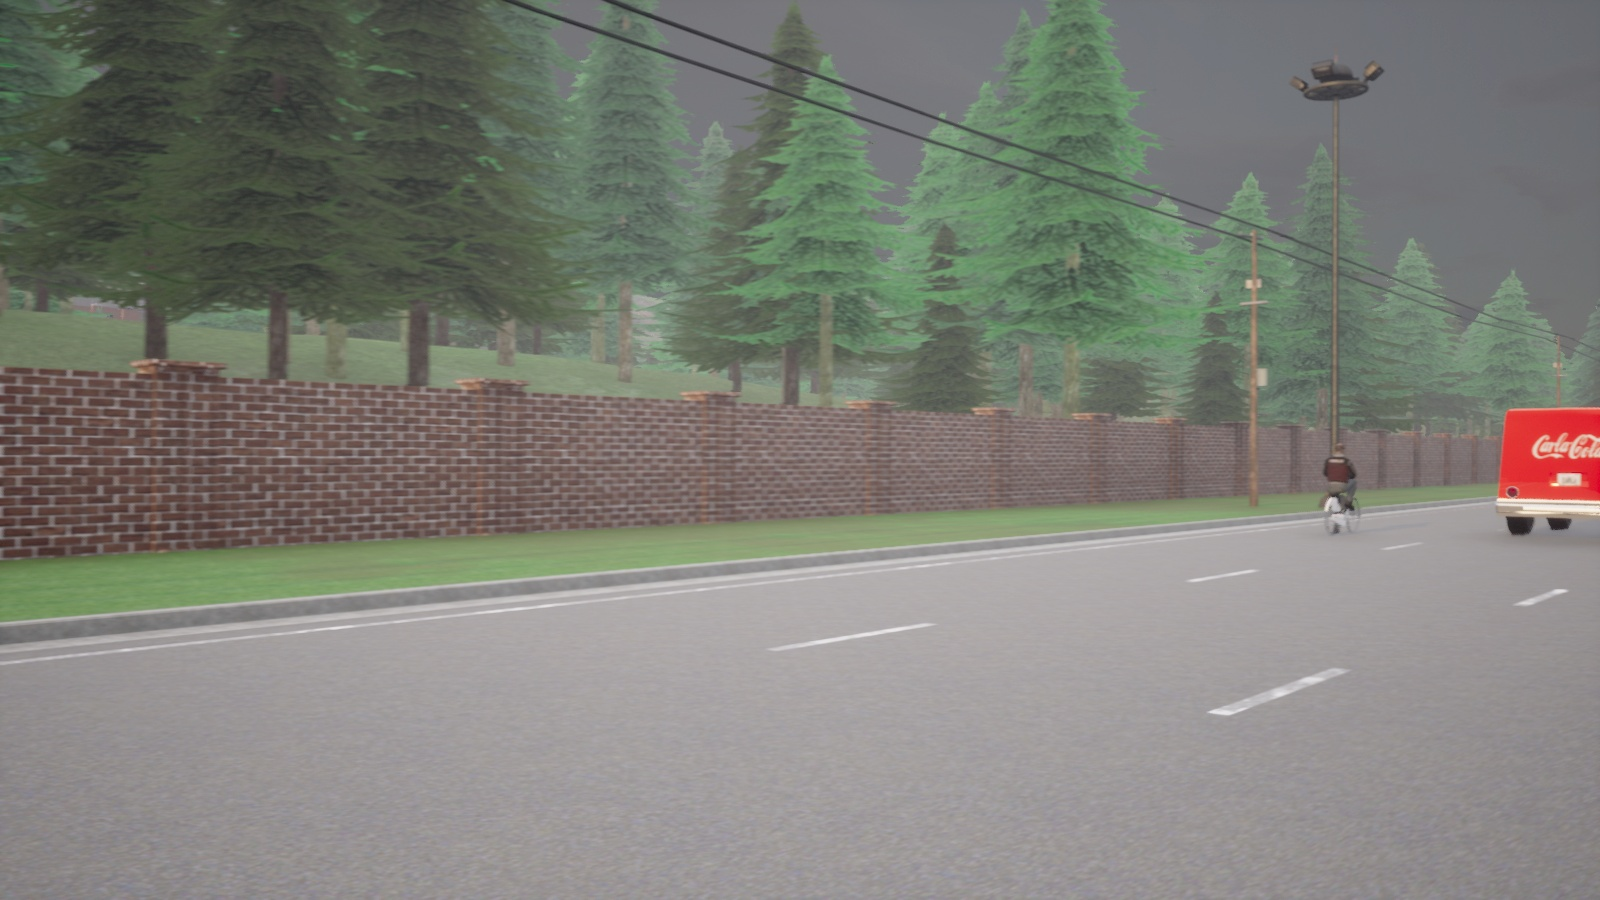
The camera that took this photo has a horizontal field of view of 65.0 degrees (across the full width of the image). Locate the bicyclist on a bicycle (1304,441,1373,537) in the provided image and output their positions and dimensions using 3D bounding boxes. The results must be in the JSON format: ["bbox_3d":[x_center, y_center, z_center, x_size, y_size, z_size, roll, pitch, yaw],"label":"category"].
[{"bbox_3d":[10.323,0.720,24.056,0.659,1.776,1.843,0,0,42],"label":"bicyclist on a bicycle"}]

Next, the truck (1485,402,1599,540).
[{"bbox_3d":[15.650,0.373,24.763,2.627,2.467,5.204,0,0,42],"label":"truck"}]
